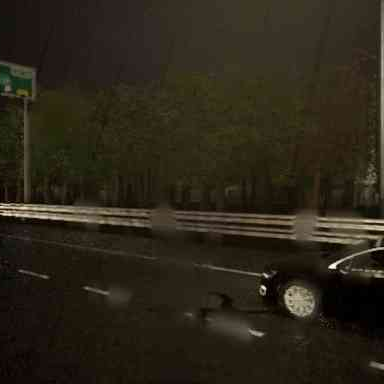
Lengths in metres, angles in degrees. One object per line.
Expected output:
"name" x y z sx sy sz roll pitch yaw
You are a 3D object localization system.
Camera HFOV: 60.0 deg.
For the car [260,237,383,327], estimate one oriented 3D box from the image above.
"car" 3.572 1.506 5.619 4.892 1.490 1.837 0 0 35
